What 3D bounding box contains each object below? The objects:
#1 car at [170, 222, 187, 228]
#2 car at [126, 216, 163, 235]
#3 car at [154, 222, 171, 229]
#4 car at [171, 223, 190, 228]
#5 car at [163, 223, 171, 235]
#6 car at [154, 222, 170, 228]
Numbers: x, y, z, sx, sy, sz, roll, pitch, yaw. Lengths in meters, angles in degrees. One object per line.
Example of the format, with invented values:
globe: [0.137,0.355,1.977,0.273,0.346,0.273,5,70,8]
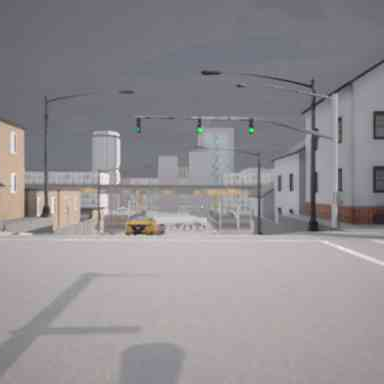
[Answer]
car: [-3.796,9.385,94.668,4.536,1.218,1.853,0,0,-37]
car: [-3.632,2.566,25.140,1.882,1.535,5.008,0,-9,1]
car: [-8.445,9.542,94.578,4.974,1.542,2.038,0,0,43]
car: [-3.837,9.542,94.636,4.974,1.542,2.038,0,0,-37]
car: [-3.727,4.274,35.361,2.128,1.511,4.902,0,-13,-1]
car: [-8.483,9.385,94.614,4.536,1.218,1.853,0,0,43]
